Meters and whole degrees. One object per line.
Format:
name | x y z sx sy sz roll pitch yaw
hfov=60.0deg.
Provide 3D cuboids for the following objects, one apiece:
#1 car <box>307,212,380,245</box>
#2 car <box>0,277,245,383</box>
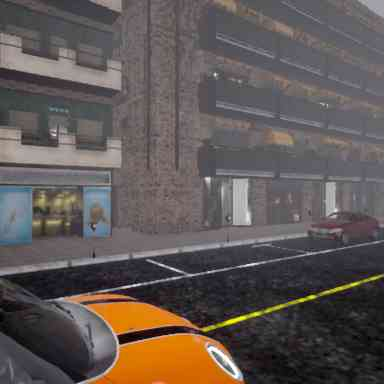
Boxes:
car | 7.172 1.582 15.538 4.206 1.307 1.802 0 0 -35
car | -1.729 1.351 2.200 4.553 1.767 2.097 0 0 -36
